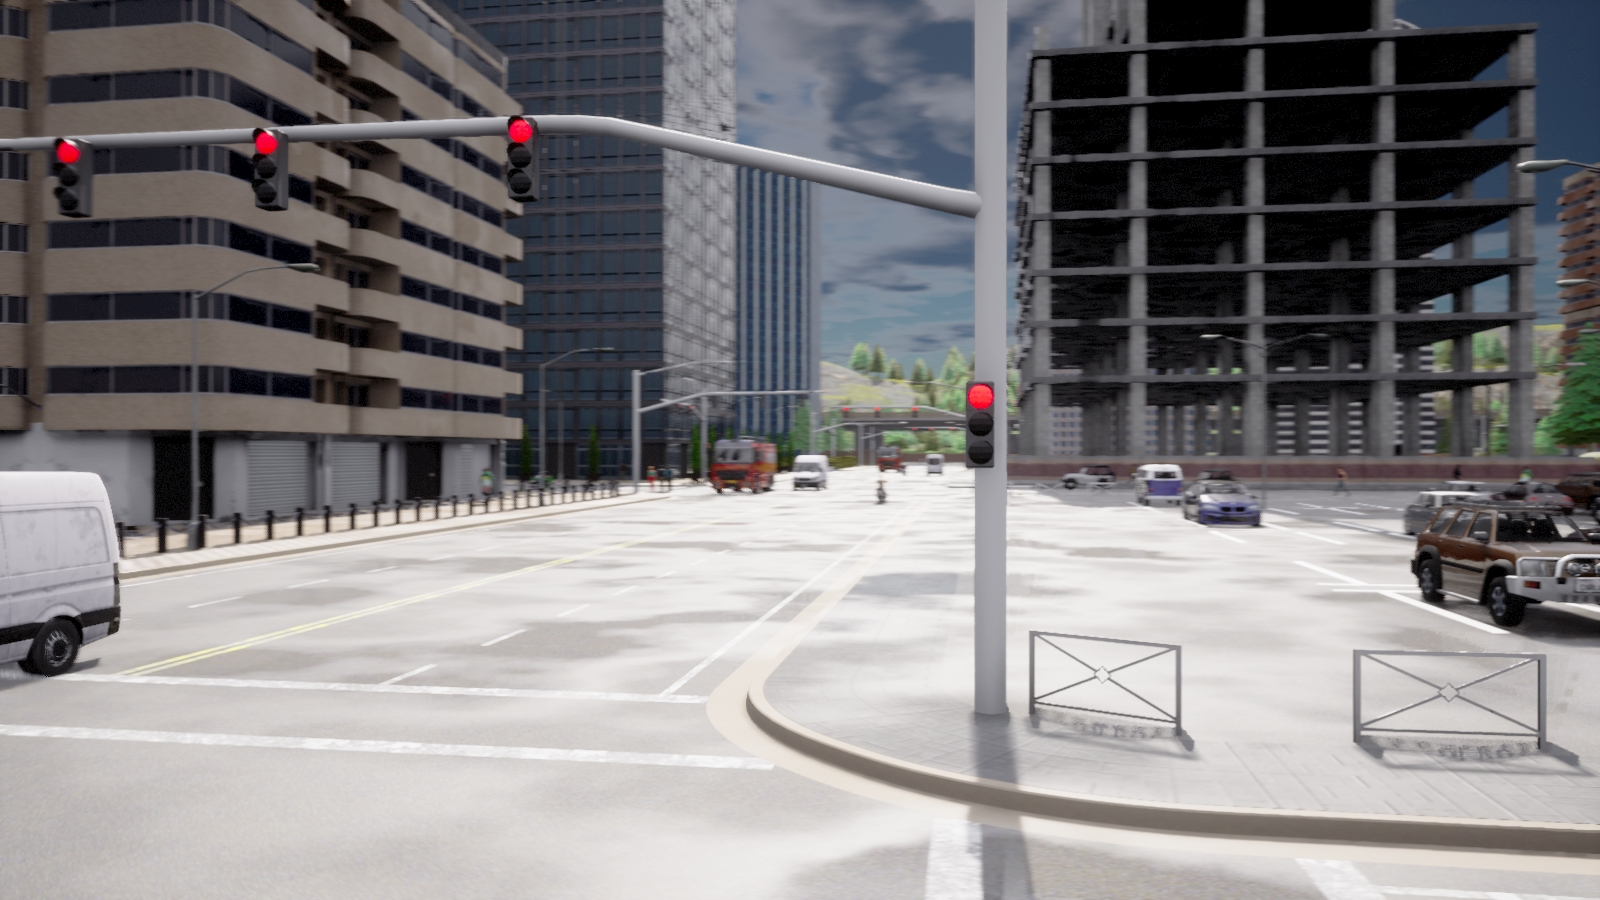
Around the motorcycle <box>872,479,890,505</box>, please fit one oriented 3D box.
[{"bbox_3d":[4.436,2.282,62.320,0.764,1.307,2.356,0,0,9],"label":"motorcycle"}]

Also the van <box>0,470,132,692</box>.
[{"bbox_3d":[-10.452,1.551,12.686,1.988,2.561,5.915,0,0,8],"label":"van"}]

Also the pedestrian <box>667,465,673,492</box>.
[{"bbox_3d":[-8.880,1.951,77.978,0.375,1.860,0.375,0,0,6],"label":"pedestrian"}]

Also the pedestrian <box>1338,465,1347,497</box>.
[{"bbox_3d":[31.741,1.803,66.861,0.375,1.860,0.375,0,0,6],"label":"pedestrian"}]

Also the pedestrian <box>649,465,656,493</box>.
[{"bbox_3d":[-9.973,1.944,77.144,0.375,1.860,0.375,0,0,10],"label":"pedestrian"}]

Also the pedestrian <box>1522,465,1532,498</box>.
[{"bbox_3d":[41.363,1.806,65.009,0.375,1.860,0.375,0,0,6],"label":"pedestrian"}]

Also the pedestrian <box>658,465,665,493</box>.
[{"bbox_3d":[-9.396,1.951,77.649,0.375,1.860,0.375,0,0,-21],"label":"pedestrian"}]

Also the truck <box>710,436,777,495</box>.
[{"bbox_3d":[-3.733,1.012,77.907,2.891,3.827,8.468,0,0,9],"label":"truck"}]

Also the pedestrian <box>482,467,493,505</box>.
[{"bbox_3d":[-15.288,1.752,55.882,0.375,1.860,0.375,0,0,19],"label":"pedestrian"}]
